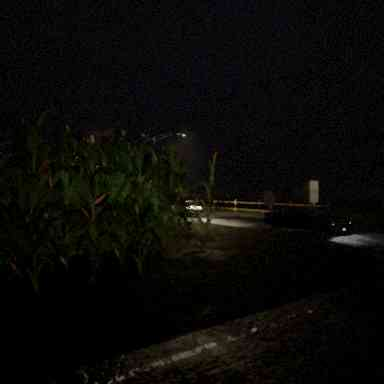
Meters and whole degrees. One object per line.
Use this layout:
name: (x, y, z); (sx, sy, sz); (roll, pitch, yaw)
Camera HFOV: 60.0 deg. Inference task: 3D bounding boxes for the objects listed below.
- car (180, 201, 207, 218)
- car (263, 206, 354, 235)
car: (-0.334, 1.552, 31.033); (1.812, 1.442, 4.674); (-1, 0, -30)
car: (6.500, 1.541, 19.428); (2.033, 1.411, 5.357); (-1, 0, -30)
